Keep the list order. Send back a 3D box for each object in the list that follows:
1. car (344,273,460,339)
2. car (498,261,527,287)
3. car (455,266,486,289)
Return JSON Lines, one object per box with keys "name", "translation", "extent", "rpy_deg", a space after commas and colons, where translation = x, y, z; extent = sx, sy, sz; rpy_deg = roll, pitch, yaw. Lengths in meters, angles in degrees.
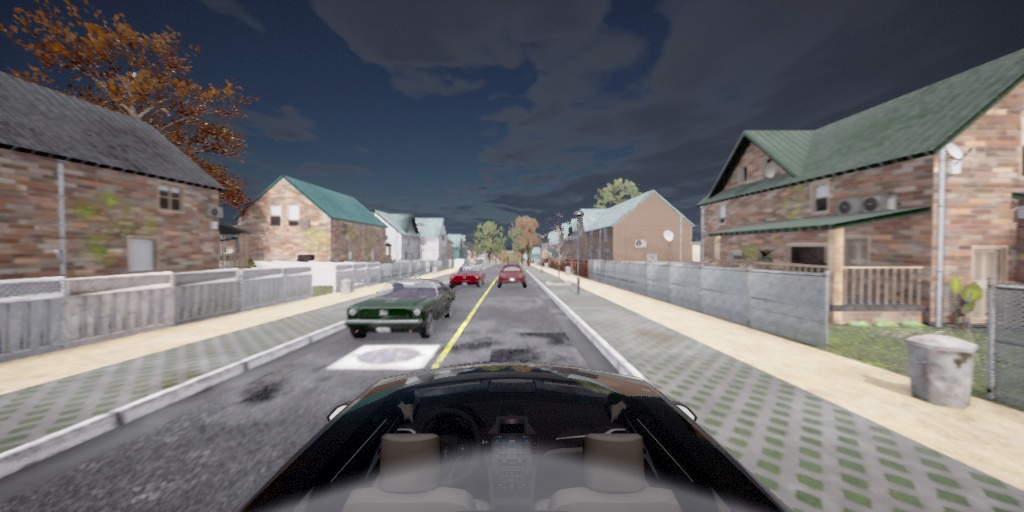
{"name": "car", "translation": [-2.844, 1.335, 10.162], "extent": [1.895, 1.301, 4.718], "rpy_deg": [0, 0, 0]}
{"name": "car", "translation": [0.018, 1.259, 24.225], "extent": [1.812, 1.442, 4.674], "rpy_deg": [0, 0, 0]}
{"name": "car", "translation": [-2.778, 1.334, 23.291], "extent": [1.895, 1.301, 4.718], "rpy_deg": [0, 0, 0]}
